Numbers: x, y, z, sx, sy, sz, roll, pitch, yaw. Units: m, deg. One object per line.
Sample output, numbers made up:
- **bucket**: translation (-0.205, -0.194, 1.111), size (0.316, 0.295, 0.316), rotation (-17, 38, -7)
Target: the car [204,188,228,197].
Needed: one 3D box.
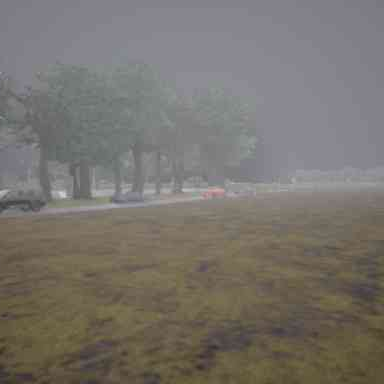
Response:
- **car**: translation (4.118, 0.009, 56.882), size (1.895, 1.301, 4.718), rotation (-1, 2, 35)

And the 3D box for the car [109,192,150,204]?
- **car**: translation (-7.527, 0.708, 40.622), size (2.033, 1.411, 5.357), rotation (-1, 1, 35)

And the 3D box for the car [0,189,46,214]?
- **car**: translation (-15.683, 0.789, 29.120), size (2.150, 2.045, 5.566), rotation (-1, 1, 35)

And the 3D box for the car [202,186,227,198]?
- **car**: translation (3.503, -0.090, 51.178), size (2.097, 1.767, 4.553), rotation (-1, 2, 36)

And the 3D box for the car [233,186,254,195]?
- **car**: translation (9.269, -0.286, 59.396), size (2.033, 1.411, 5.357), rotation (-1, 2, 35)
